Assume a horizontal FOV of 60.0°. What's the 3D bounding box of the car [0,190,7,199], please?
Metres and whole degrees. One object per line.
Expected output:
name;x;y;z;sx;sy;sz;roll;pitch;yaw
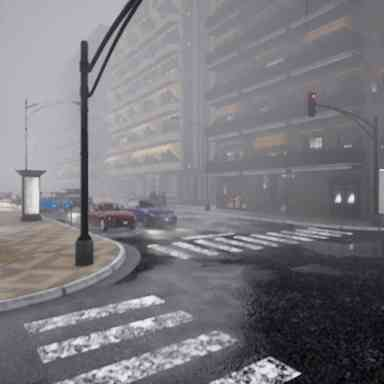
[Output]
car;-34.159;0.389;58.897;1.887;1.381;4.507;1;0;-36

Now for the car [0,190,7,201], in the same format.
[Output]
car;-27.554;0.461;49.710;1.967;1.590;4.097;1;0;-36

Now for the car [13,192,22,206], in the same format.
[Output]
car;-17.652;0.830;35.930;1.887;1.381;4.507;1;0;-36

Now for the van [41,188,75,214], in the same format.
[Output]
van;-11.045;0.803;26.743;1.690;1.788;3.998;1;0;-36

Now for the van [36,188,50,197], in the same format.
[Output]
van;-30.655;0.081;68.385;1.690;1.788;3.998;1;0;-36

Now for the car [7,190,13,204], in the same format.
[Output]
car;-20.854;0.725;40.386;1.752;1.417;4.829;1;0;-36

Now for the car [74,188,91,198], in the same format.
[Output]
car;-11.036;0.622;31.144;2.150;2.045;5.566;0;1;-36

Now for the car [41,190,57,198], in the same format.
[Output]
car;-27.457;0.350;63.931;1.752;1.417;4.829;1;0;-36

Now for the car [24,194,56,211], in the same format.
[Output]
car;-14.351;0.918;31.338;1.887;1.381;4.507;1;0;-36

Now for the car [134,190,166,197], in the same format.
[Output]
car;-4.244;0.760;31.638;2.192;1.841;5.009;1;0;-36

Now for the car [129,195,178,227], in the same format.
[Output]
car;-2.684;1.150;19.523;1.812;1.442;4.674;0;1;-36

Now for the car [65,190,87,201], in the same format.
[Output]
car;-17.452;0.532;50.013;1.967;1.590;4.097;1;0;-36

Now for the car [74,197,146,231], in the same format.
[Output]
car;-4.447;1.183;17.558;1.887;1.381;4.507;1;0;-36
